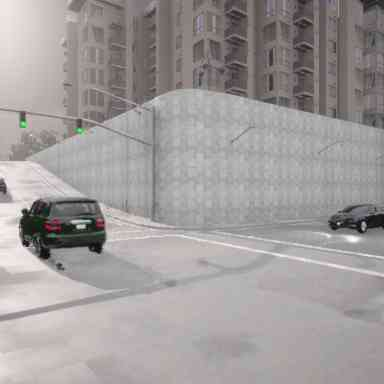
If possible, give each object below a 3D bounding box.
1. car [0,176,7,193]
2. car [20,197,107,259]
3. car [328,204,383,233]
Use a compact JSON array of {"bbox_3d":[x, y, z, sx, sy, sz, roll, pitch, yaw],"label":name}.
[{"bbox_3d":[-19.778,-0.857,33.322,2.128,1.511,4.902,0,11,-36],"label":"car"},{"bbox_3d":[-5.195,1.226,13.036,2.150,2.045,5.566,0,0,-36],"label":"car"},{"bbox_3d":[10.066,1.503,19.780,4.892,1.490,1.837,0,0,-36],"label":"car"}]
